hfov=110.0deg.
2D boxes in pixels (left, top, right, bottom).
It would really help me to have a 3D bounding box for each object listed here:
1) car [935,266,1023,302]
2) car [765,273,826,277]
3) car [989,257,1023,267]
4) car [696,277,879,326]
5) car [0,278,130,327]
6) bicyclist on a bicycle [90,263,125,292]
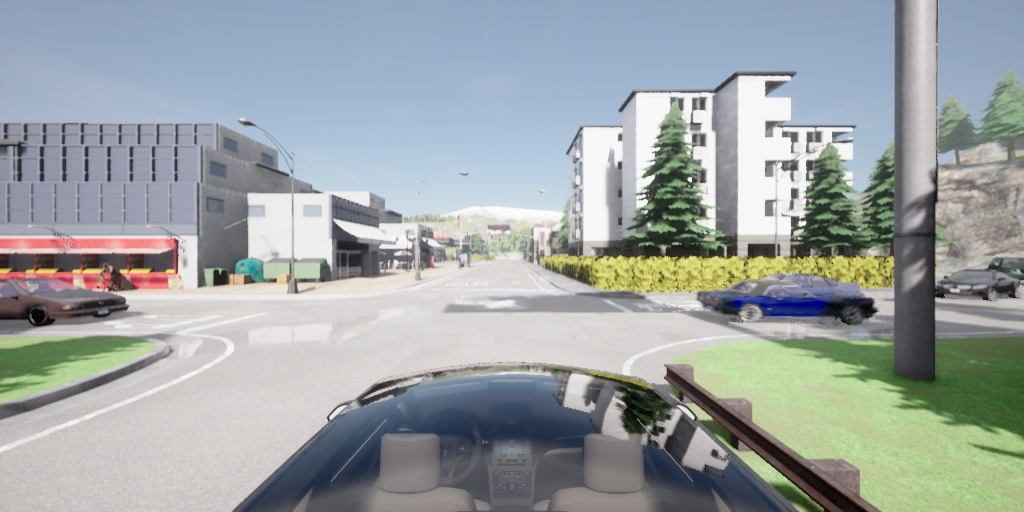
[{"bbox_3d":[23.497,1.413,18.096,4.674,1.442,1.812,0,0,-21],"label":"car"},{"bbox_3d":[12.078,1.441,15.507,5.357,1.411,2.033,0,0,-6],"label":"car"},{"bbox_3d":[37.935,1.090,26.901,2.150,2.045,5.566,0,0,45],"label":"car"},{"bbox_3d":[8.978,1.503,11.994,4.718,1.301,1.895,0,0,7],"label":"car"},{"bbox_3d":[-16.046,1.450,11.793,5.357,1.411,2.033,0,0,1],"label":"car"},{"bbox_3d":[-21.807,1.185,19.377,0.582,1.620,1.656,0,0,1],"label":"bicyclist on a bicycle"}]
